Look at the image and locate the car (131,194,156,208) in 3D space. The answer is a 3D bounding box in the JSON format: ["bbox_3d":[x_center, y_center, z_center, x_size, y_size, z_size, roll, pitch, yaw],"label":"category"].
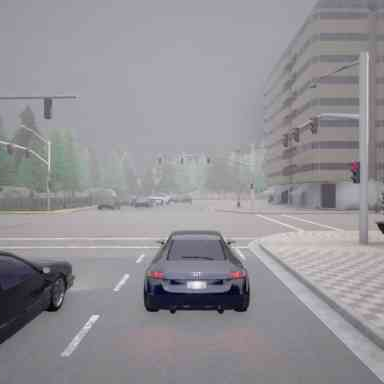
[{"bbox_3d":[-6.796,1.477,47.066,1.882,1.535,5.008,0,0,3],"label":"car"}]

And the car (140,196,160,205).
[{"bbox_3d":[-7.762,1.526,62.151,1.812,1.442,4.674,0,0,20],"label":"car"}]

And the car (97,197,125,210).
[{"bbox_3d":[-10.476,1.548,42.504,2.033,1.411,5.357,0,0,1],"label":"car"}]

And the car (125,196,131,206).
[{"bbox_3d":[-9.851,1.352,52.227,2.097,1.767,4.553,0,0,6],"label":"car"}]

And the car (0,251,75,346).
[{"bbox_3d":[-3.427,1.547,4.668,2.033,1.411,5.357,0,0,0],"label":"car"}]

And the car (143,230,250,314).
[{"bbox_3d":[0.091,1.564,7.703,1.994,1.385,4.181,0,0,0],"label":"car"}]

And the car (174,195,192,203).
[{"bbox_3d":[-1.812,1.352,67.091,2.097,1.767,4.553,0,0,28],"label":"car"}]

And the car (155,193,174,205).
[{"bbox_3d":[-5.544,1.221,57.580,2.150,2.045,5.566,0,0,15],"label":"car"}]

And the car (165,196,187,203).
[{"bbox_3d":[-3.367,1.540,71.538,2.033,1.411,5.357,0,0,31],"label":"car"}]
